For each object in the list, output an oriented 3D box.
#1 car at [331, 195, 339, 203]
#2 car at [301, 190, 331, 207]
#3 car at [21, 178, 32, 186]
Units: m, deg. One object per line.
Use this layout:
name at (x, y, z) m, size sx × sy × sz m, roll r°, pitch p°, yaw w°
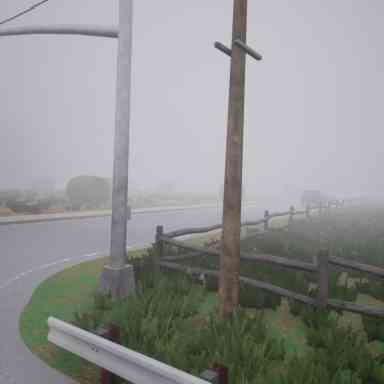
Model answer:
car at (21.133, 1.130, 50.746) m, size 1.994 × 1.385 × 4.181 m, roll 3°, pitch 2°, yaw 33°
car at (15.383, 0.808, 41.847) m, size 2.150 × 2.045 × 5.566 m, roll 3°, pitch 2°, yaw 34°
car at (-39.212, -2.341, 79.241) m, size 1.905 × 1.878 × 3.866 m, roll 8°, pitch 2°, yaw -13°
